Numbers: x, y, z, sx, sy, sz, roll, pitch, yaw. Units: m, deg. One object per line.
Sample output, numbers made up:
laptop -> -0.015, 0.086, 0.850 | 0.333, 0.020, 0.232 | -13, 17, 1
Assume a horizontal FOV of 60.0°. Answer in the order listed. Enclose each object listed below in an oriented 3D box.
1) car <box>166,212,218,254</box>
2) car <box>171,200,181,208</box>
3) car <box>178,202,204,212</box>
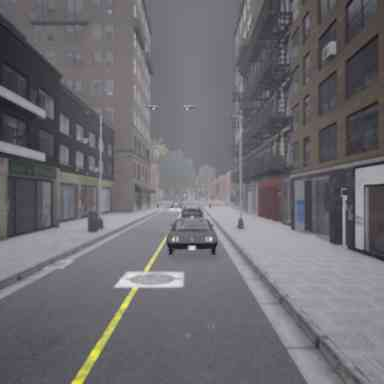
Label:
car -> 0.010, 1.738, 14.117 | 1.895, 1.301, 4.718 | 0, -1, 0
car -> -2.716, 2.105, 59.461 | 2.128, 1.511, 4.902 | 0, -1, 0
car -> 0.022, 1.798, 29.312 | 1.837, 1.490, 4.892 | 0, 0, 0
